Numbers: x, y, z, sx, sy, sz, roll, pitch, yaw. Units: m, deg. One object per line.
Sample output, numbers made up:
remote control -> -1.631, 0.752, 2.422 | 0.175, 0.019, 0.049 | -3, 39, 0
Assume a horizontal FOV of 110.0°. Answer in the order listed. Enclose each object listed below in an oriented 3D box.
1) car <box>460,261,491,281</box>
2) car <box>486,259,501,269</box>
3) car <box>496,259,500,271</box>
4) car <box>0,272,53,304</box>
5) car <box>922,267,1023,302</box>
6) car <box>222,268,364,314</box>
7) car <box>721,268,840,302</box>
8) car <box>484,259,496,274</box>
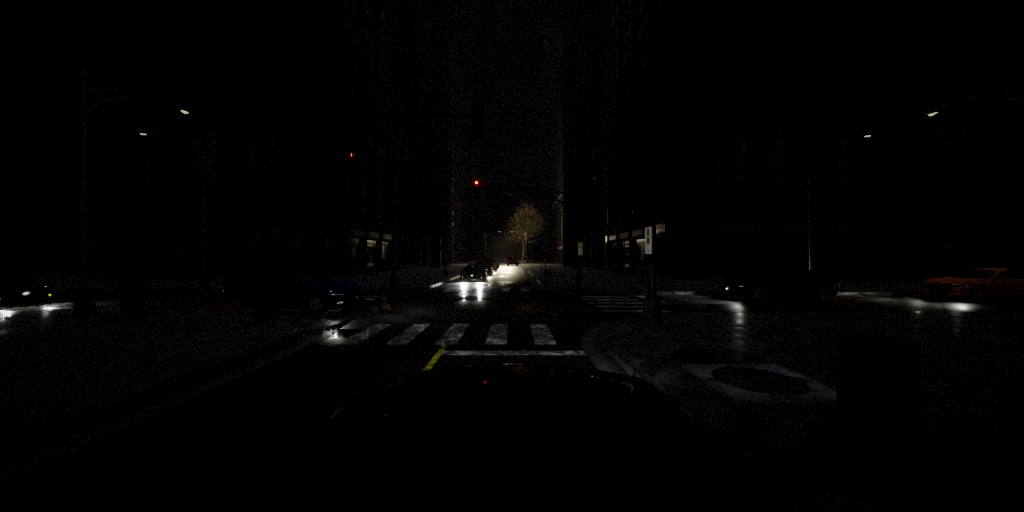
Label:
car -> -3.083, 1.325, 29.574 | 1.994, 1.385, 4.181 | 0, 0, 0
car -> -3.015, 1.291, 58.552 | 2.128, 1.511, 4.902 | 0, 0, 0
car -> -3.062, 1.134, 48.290 | 2.097, 1.767, 4.553 | 0, 0, 0
car -> -20.684, 1.250, 13.808 | 4.181, 1.385, 1.994 | 0, 0, 0
car -> 22.550, 1.306, 16.963 | 5.008, 1.535, 1.882 | 0, 0, 0
car -> -8.034, 1.205, 13.287 | 5.008, 1.535, 1.882 | 0, -1, 10
car -> 12.594, 1.303, 16.975 | 4.892, 1.490, 1.837 | 0, 0, 0
car -> -3.078, 1.246, 38.645 | 1.882, 1.535, 5.008 | 0, 0, 0
